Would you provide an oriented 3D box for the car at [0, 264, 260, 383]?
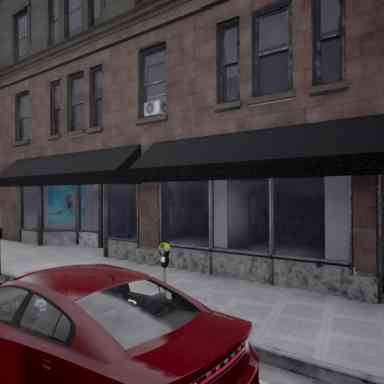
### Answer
[{"bbox_3d":[-1.468,1.545,3.893,4.507,1.381,1.887,0,0,35],"label":"car"}]
